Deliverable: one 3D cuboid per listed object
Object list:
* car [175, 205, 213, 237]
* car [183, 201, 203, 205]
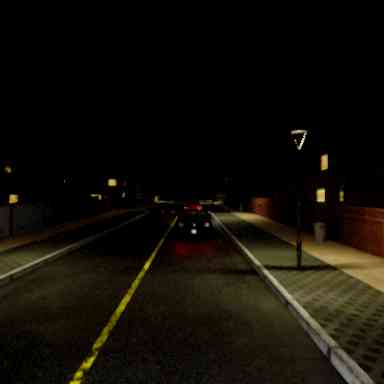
[{"bbox_3d":[0.100,1.612,18.163,1.895,1.301,4.718,0,0,0],"label":"car"},{"bbox_3d":[0.101,1.565,32.528,1.812,1.442,4.674,0,-1,0],"label":"car"}]
